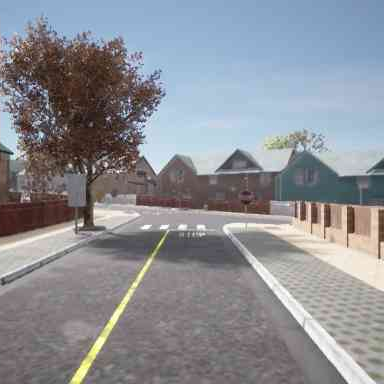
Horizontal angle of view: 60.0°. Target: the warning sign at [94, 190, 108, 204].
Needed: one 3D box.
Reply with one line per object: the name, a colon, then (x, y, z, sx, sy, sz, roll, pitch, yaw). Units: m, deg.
warning sign: (-12.302, 0.698, 45.017, 1.060, 1.860, 1.300, -1, 1, 32)
